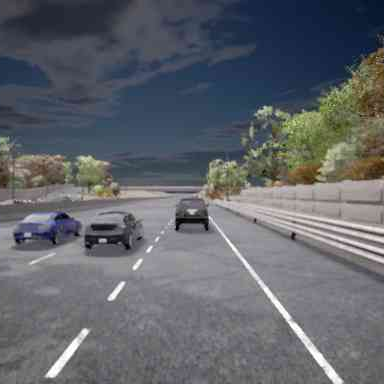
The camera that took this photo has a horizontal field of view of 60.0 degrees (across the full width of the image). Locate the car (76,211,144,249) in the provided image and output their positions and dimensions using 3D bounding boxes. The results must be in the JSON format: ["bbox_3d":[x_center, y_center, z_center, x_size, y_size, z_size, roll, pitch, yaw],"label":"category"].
[{"bbox_3d":[-3.399,1.621,15.072,1.837,1.490,4.892,0,0,0],"label":"car"}]

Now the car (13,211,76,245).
[{"bbox_3d":[-6.902,1.652,16.267,1.812,1.442,4.674,0,0,0],"label":"car"}]

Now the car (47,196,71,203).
[{"bbox_3d":[-21.035,1.691,52.859,2.150,2.045,5.566,0,-1,1],"label":"car"}]

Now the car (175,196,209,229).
[{"bbox_3d":[-0.001,1.405,23.023,2.150,2.045,5.566,0,-1,0],"label":"car"}]

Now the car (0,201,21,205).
[{"bbox_3d":[-24.541,1.912,44.689,1.812,1.442,4.674,0,0,1],"label":"car"}]

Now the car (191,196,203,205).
[{"bbox_3d":[1.250,2.014,81.628,2.150,2.045,5.566,0,-2,11],"label":"car"}]
